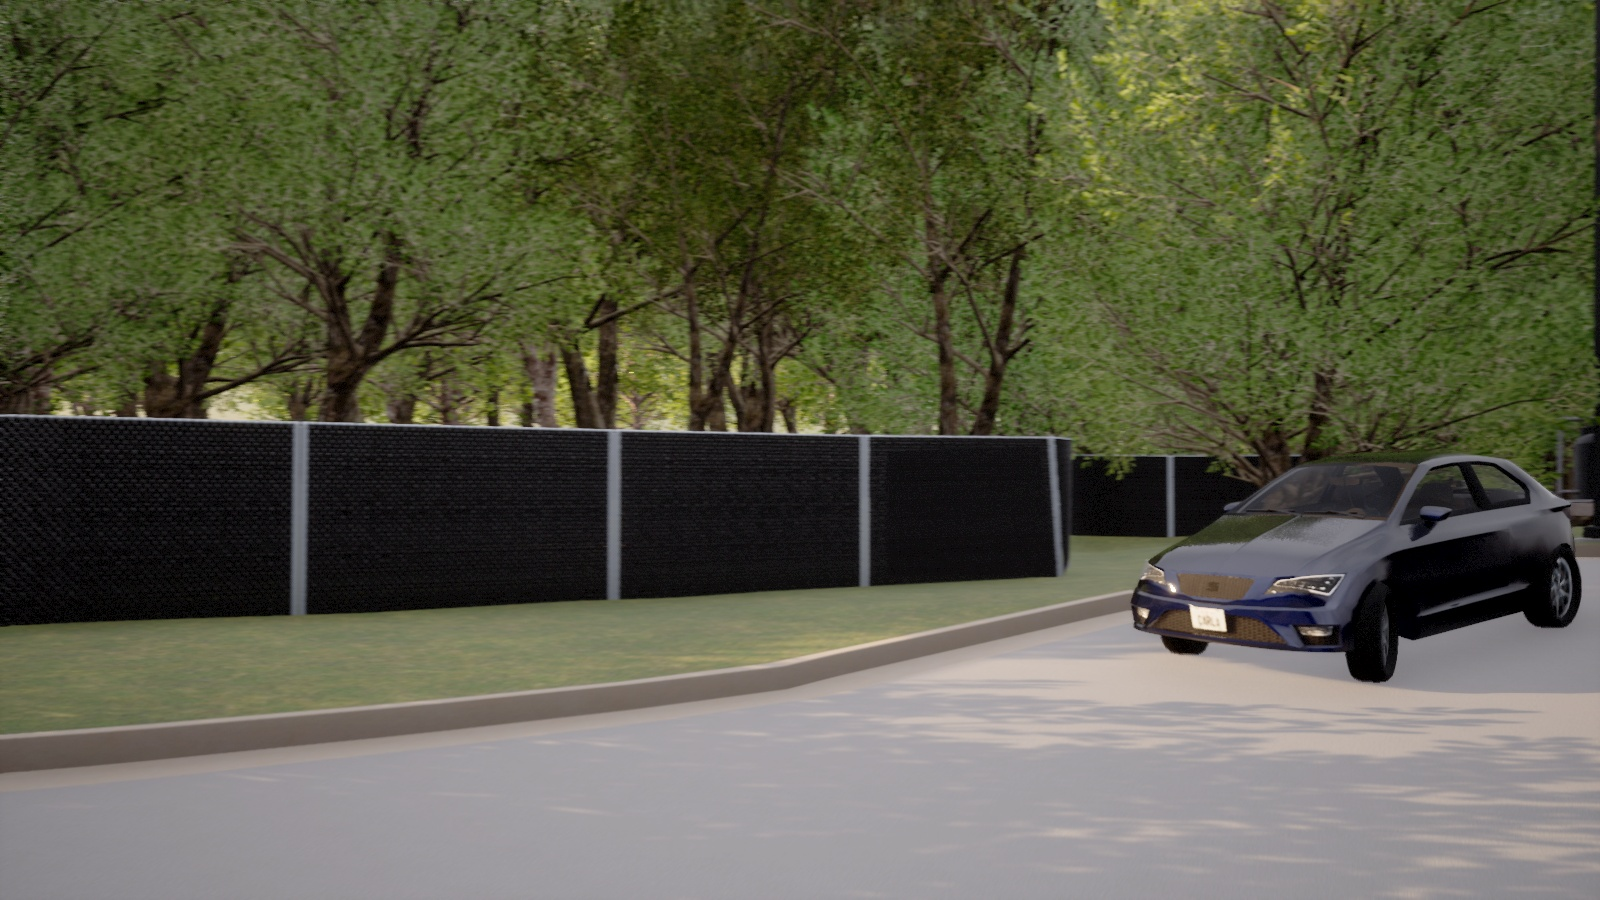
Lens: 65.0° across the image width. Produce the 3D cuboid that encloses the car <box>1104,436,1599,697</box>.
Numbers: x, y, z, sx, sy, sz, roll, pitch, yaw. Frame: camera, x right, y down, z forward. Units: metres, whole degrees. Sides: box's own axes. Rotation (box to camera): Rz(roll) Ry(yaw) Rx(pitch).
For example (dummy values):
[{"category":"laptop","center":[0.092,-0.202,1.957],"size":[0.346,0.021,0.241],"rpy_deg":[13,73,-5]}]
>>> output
[{"category":"car","center":[4.535,0.744,9.952],"size":[4.193,1.474,1.816],"rpy_deg":[-4,1,-37]}]
